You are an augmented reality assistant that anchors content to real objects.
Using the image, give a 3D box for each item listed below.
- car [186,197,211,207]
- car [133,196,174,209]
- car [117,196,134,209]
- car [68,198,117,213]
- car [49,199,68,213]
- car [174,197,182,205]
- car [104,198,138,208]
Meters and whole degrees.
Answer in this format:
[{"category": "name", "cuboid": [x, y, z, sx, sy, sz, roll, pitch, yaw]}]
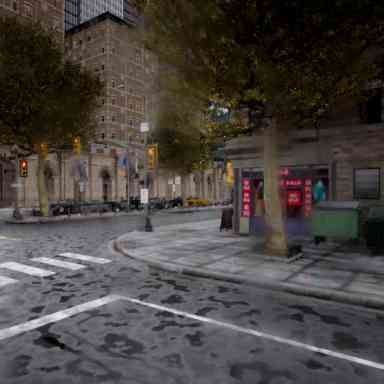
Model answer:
[{"category": "car", "cuboid": [1.042, 1.478, 52.121, 1.882, 1.535, 5.008, 0, 0, 36]}, {"category": "car", "cuboid": [-4.965, 1.505, 43.832, 1.837, 1.490, 4.892, 0, 0, 36]}, {"category": "car", "cuboid": [-7.932, 1.352, 45.703, 2.097, 1.767, 4.553, 0, 0, 36]}, {"category": "car", "cuboid": [-10.694, 1.564, 35.904, 1.994, 1.385, 4.181, 0, 0, 36]}, {"category": "car", "cuboid": [-13.876, 1.505, 37.477, 1.837, 1.490, 4.892, 0, 0, 36]}, {"category": "car", "cuboid": [-1.816, 1.478, 54.148, 1.882, 1.535, 5.008, 0, 0, 36]}, {"category": "car", "cuboid": [-10.206, 1.595, 47.937, 1.895, 1.301, 4.718, 0, 0, 36]}]
